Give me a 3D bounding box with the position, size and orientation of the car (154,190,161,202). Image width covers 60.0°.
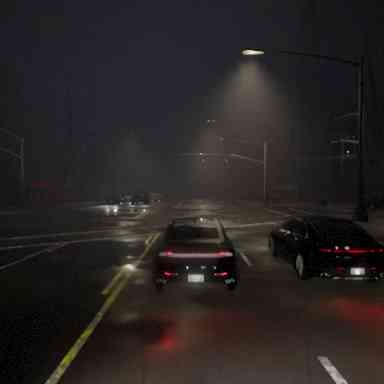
[{"bbox_3d":[-7.222,0.673,57.448,2.150,2.045,5.566,0,0,0],"label":"car"}]

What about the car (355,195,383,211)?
[{"bbox_3d":[19.030,1.098,33.399,4.892,1.490,1.837,0,1,0],"label":"car"}]

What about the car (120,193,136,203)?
[{"bbox_3d":[-10.728,0.980,56.013,1.812,1.442,4.674,0,0,0],"label":"car"}]

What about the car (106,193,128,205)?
[{"bbox_3d":[-10.707,0.981,46.749,2.128,1.511,4.902,0,0,0],"label":"car"}]

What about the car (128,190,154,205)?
[{"bbox_3d":[-7.196,0.710,47.414,2.150,2.045,5.566,0,0,1],"label":"car"}]

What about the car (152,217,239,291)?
[{"bbox_3d":[0.072,1.420,8.834,2.128,1.511,4.902,0,1,0],"label":"car"}]

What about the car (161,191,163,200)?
[{"bbox_3d":[-7.213,0.661,67.885,2.150,2.045,5.566,0,0,0],"label":"car"}]

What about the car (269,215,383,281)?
[{"bbox_3d":[3.576,1.428,9.614,1.837,1.490,4.892,0,1,0],"label":"car"}]
